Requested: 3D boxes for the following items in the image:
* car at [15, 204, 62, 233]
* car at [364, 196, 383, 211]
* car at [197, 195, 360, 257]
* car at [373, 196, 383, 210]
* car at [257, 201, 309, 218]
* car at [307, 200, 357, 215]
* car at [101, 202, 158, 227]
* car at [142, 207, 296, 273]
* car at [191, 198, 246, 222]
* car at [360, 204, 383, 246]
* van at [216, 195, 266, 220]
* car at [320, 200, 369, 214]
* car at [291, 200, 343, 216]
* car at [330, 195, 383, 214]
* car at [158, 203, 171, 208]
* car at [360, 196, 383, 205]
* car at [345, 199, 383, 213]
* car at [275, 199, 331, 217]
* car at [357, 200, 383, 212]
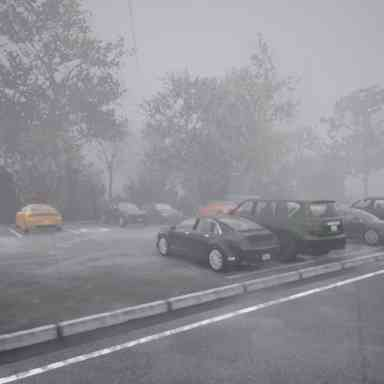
[{"bbox_3d":[-9.250,1.463,19.899,2.097,1.535,5.008,0,0,-35],"label":"car"},{"bbox_3d":[27.039,1.541,45.755,2.435,2.045,5.566,1,0,-36],"label":"car"},{"bbox_3d":[2.848,1.225,12.495,2.435,2.045,5.566,0,0,-35],"label":"car"},{"bbox_3d":[29.204,1.572,47.302,2.435,2.045,5.566,1,0,-36],"label":"car"},{"bbox_3d":[8.892,1.628,32.825,2.002,1.452,4.674,1,0,-36],"label":"car"},{"bbox_3d":[15.708,1.688,37.659,2.163,1.488,4.792,1,0,-36],"label":"car"},{"bbox_3d":[-4.718,1.476,23.136,2.097,1.535,5.008,0,0,-35],"label":"car"},{"bbox_3d":[0.585,1.469,10.843,2.231,1.521,4.892,0,0,-35],"label":"car"},{"bbox_3d":[2.110,1.396,27.953,2.185,1.767,4.553,1,0,-35],"label":"car"},{"bbox_3d":[7.425,1.503,15.726,2.231,1.521,4.892,0,0,-35],"label":"car"},{"bbox_3d":[4.289,1.316,29.687,1.878,1.987,4.442,0,0,-35],"label":"van"},{"bbox_3d":[17.940,1.711,39.326,2.163,1.488,4.792,1,0,-36],"label":"car"},{"bbox_3d":[13.428,1.635,36.060,2.097,1.535,5.008,1,0,-36],"label":"car"},{"bbox_3d":[20.240,1.455,40.899,2.435,2.045,5.566,1,0,-36],"label":"car"},{"bbox_3d":[-2.446,1.528,24.749,2.002,1.452,4.674,0,0,-35],"label":"car"},{"bbox_3d":[9.699,1.270,17.373,2.435,2.045,5.566,0,0,-35],"label":"car"},{"bbox_3d":[22.492,1.734,42.536,2.097,1.535,5.008,1,0,-36],"label":"car"},{"bbox_3d":[11.265,1.609,34.294,1.946,1.575,5.366,1,0,-36],"label":"car"},{"bbox_3d":[24.655,1.801,44.084,2.002,1.452,4.674,1,0,-36],"label":"car"}]
